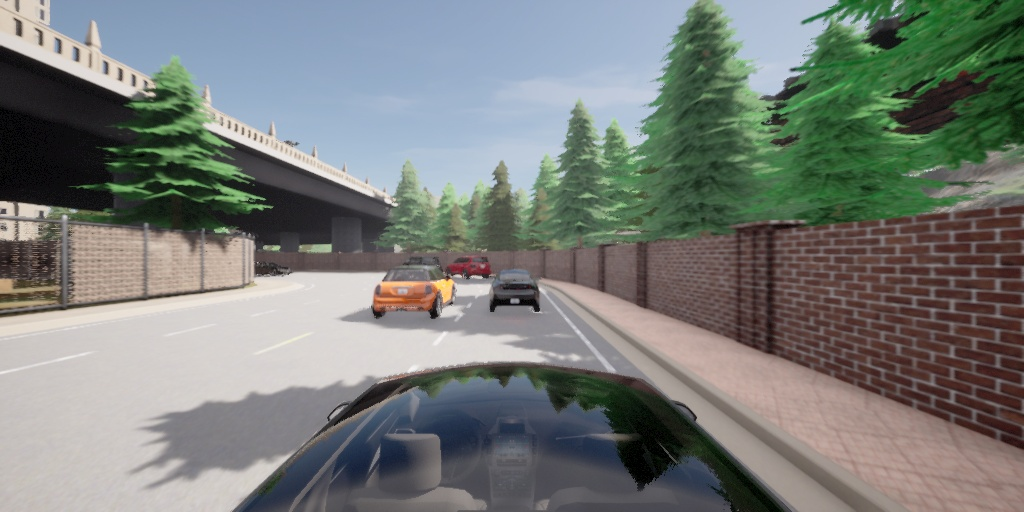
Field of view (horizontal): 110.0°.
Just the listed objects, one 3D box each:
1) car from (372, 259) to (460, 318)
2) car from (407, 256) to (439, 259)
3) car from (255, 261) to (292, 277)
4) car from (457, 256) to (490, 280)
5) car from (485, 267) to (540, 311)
[{"bbox_3d":[-3.405,1.121,13.284,2.097,1.767,4.553,0,0,0],"label":"car"},{"bbox_3d":[-8.411,1.021,32.339,2.150,2.045,5.566,1,-1,-41],"label":"car"},{"bbox_3d":[-24.841,1.284,36.390,5.008,1.535,1.882,0,0,13],"label":"car"},{"bbox_3d":[-4.030,1.022,32.624,2.150,2.045,5.566,1,0,-35],"label":"car"},{"bbox_3d":[0.088,1.277,14.610,1.837,1.490,4.892,0,0,0],"label":"car"}]
